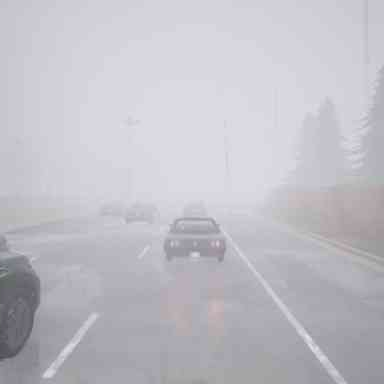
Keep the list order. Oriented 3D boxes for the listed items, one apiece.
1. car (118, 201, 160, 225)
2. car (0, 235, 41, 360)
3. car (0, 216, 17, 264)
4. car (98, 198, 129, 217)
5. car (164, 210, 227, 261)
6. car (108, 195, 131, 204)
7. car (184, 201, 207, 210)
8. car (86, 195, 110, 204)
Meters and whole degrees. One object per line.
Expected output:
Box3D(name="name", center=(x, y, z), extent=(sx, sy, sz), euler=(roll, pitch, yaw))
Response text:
Box3D(name="car", center=(-3.383, 1.448, 23.379), extent=(2.033, 1.411, 5.357), euler=(0, 0, 1))
Box3D(name="car", center=(-3.414, 1.211, 2.773), extent=(2.150, 2.045, 5.566), euler=(0, 0, 0))
Box3D(name="car", center=(-6.903, 1.511, 8.483), extent=(2.033, 1.411, 5.357), euler=(0, 0, 0))
Box3D(name="car", center=(-6.666, 1.439, 29.365), extent=(1.994, 1.385, 4.181), euler=(0, 0, 3))
Box3D(name="car", center=(0.097, 1.549, 12.039), extent=(1.895, 1.301, 4.718), euler=(0, 0, 0))
Box3D(name="car", center=(-12.360, 1.320, 57.164), extent=(1.994, 1.385, 4.181), euler=(0, 0, 18))
Box3D(name="car", center=(0.332, 1.438, 29.344), extent=(1.994, 1.385, 4.181), euler=(0, 0, 3))
Box3D(name="car", center=(-16.090, 1.321, 56.959), extent=(1.994, 1.385, 4.181), euler=(0, 0, 17))
